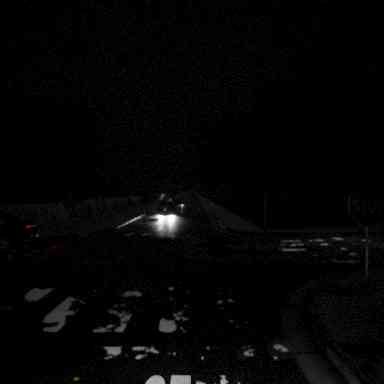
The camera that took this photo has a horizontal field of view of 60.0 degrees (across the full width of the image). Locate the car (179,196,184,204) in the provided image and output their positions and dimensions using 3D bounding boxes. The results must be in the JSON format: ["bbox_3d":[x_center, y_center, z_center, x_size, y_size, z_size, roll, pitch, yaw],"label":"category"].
[{"bbox_3d":[-2.563,1.486,61.553,1.812,1.442,4.674,0,0,0],"label":"car"}]

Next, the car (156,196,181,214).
[{"bbox_3d":[-2.642,1.509,35.324,2.128,1.511,4.902,0,0,0],"label":"car"}]

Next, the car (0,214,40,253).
[{"bbox_3d":[-8.924,1.678,13.695,4.902,1.511,2.128,-1,1,-8],"label":"car"}]
